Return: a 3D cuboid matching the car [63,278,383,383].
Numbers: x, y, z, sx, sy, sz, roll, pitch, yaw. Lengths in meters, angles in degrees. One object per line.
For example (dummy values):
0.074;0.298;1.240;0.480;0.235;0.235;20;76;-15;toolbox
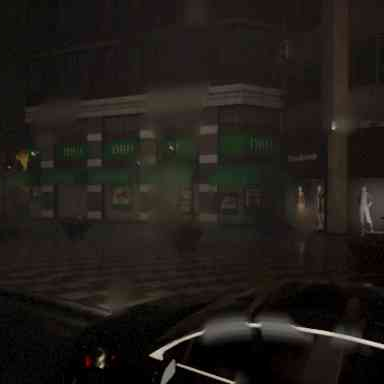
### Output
0.966;1.503;2.597;4.892;1.490;1.837;0;0;36;car
